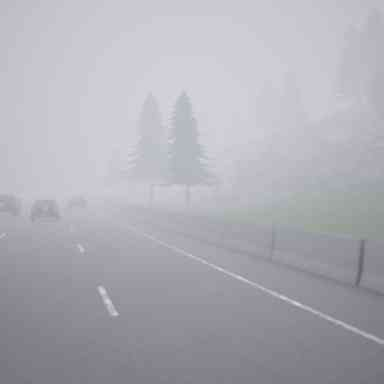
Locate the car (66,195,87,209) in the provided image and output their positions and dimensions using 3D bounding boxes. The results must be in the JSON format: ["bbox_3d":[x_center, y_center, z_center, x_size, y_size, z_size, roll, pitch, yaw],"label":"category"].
[{"bbox_3d":[-14.818,1.253,43.006,2.097,1.767,4.553,0,1,-23],"label":"car"}]

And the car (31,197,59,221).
[{"bbox_3d":[-12.515,1.399,28.397,2.097,1.767,4.553,0,0,-23],"label":"car"}]

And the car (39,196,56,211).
[{"bbox_3d":[-18.054,1.397,41.676,1.882,1.535,5.008,0,1,-23],"label":"car"}]

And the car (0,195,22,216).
[{"bbox_3d":[-17.861,1.252,32.125,2.150,2.045,5.566,0,1,-23],"label":"car"}]

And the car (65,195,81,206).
[{"bbox_3d":[-18.823,1.243,52.604,2.128,1.511,4.902,0,1,-23],"label":"car"}]
